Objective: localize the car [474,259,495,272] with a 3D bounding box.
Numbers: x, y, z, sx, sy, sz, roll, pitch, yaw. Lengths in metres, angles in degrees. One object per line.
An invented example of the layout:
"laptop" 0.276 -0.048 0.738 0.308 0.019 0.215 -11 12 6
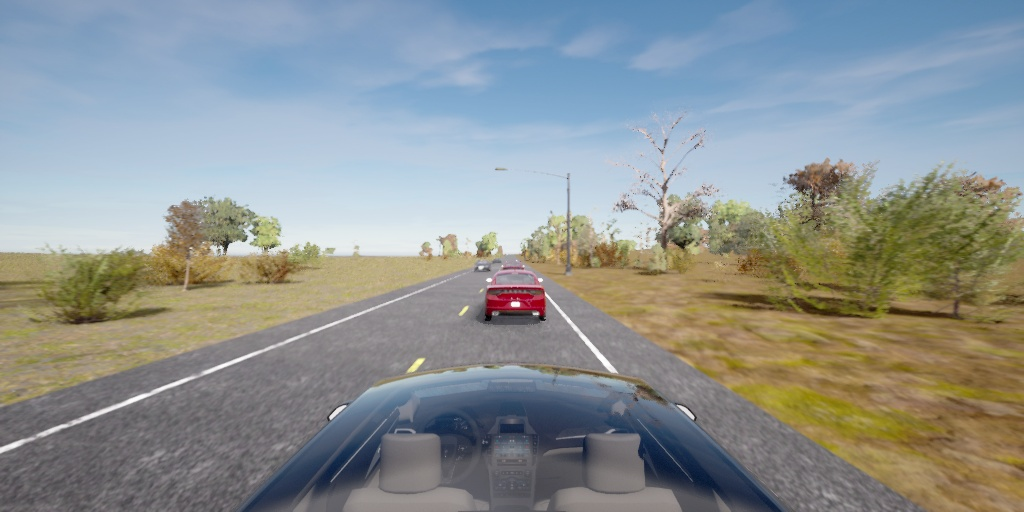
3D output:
"car" -3.578 1.197 44.057 2.128 1.511 4.902 0 0 0

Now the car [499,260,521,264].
"car" 0.106 1.202 31.045 1.882 1.535 5.008 0 0 0

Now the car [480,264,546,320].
"car" 0.102 1.222 12.673 1.882 1.535 5.008 0 0 0
